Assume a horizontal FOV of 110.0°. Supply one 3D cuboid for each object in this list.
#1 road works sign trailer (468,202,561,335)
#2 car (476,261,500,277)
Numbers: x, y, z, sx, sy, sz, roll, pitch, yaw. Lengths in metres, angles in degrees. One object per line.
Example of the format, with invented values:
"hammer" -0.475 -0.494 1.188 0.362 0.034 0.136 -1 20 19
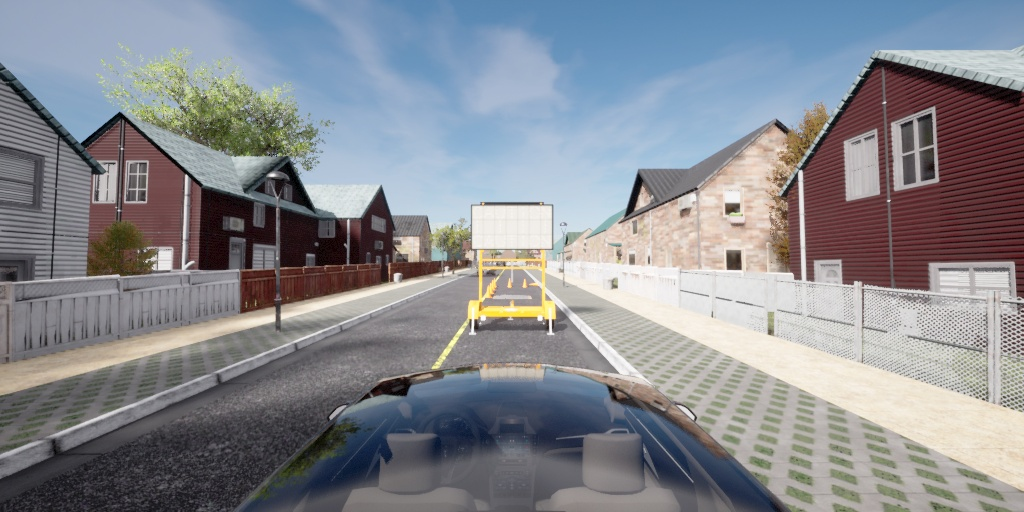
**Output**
"road works sign trailer" 0.005 0.227 10.558 2.380 3.560 2.880 0 0 1
"car" -2.715 1.377 38.371 2.128 1.511 4.902 0 0 0
